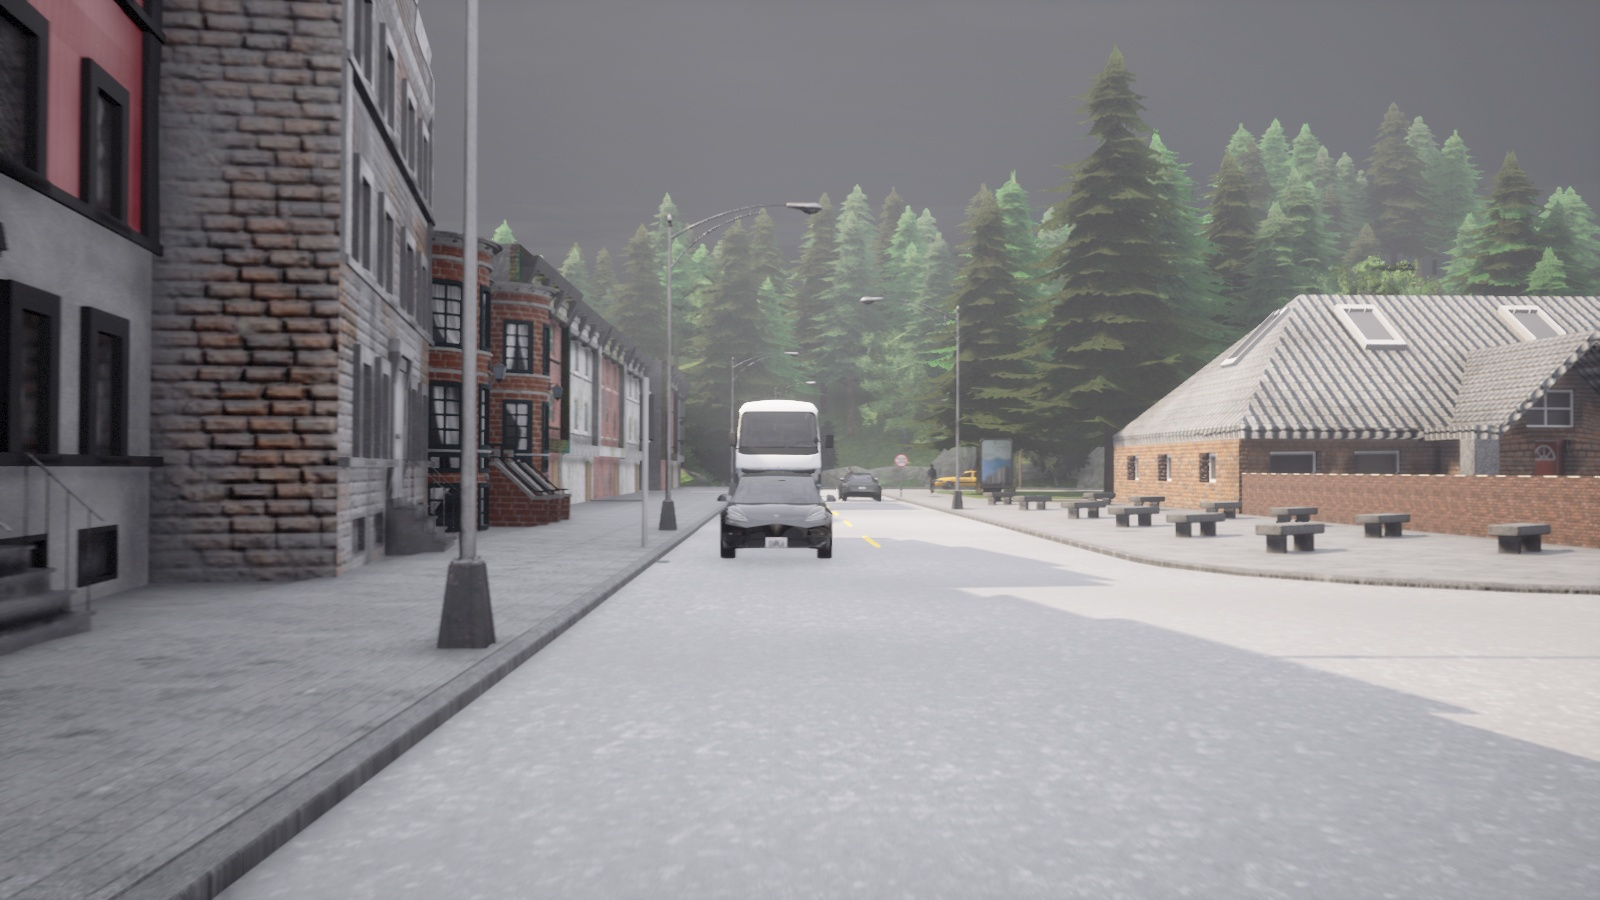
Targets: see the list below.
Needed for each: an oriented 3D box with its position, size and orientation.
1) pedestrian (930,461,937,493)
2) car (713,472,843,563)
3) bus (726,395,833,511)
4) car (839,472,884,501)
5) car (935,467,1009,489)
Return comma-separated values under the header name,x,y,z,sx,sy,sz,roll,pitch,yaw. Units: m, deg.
name,x,y,z,sx,sy,sz,roll,pitch,yaw
pedestrian,7.890,1.601,74.357,0.370,1.835,0.726,0,-1,4
car,-0.408,1.161,23.302,2.163,1.488,4.792,0,-1,-1
bus,-0.841,0.207,51.458,3.944,4.253,10.273,0,-1,-1
car,3.012,1.796,62.433,1.994,1.385,4.181,0,-1,-1
car,13.092,2.129,95.757,5.366,1.575,1.801,0,-1,-1
